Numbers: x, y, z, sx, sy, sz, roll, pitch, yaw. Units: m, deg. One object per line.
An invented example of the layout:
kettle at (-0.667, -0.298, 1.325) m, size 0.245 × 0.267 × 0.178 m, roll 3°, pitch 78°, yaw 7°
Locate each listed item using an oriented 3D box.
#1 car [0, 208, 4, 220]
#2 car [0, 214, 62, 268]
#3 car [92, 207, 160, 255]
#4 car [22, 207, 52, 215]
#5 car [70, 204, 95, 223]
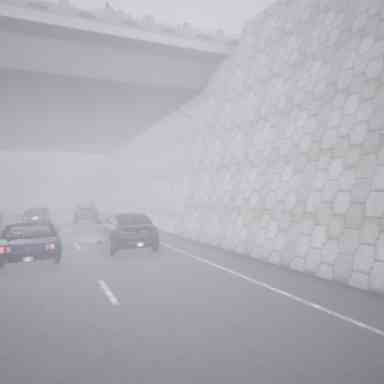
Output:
car at (-15.294, 1.642, 24.603) m, size 2.097 × 1.767 × 4.553 m, roll -1°, pitch 0°, yaw -24°
car at (-5.735, 1.716, 11.877) m, size 1.895 × 1.301 × 4.718 m, roll -1°, pitch 0°, yaw -24°
car at (-2.798, 1.587, 13.893) m, size 1.837 × 1.490 × 4.892 m, roll -1°, pitch 0°, yaw -24°
car at (-11.278, 1.781, 24.162) m, size 2.033 × 1.411 × 5.357 m, roll -1°, pitch 0°, yaw -24°
car at (-8.946, 1.703, 27.556) m, size 2.128 × 1.511 × 4.902 m, roll -1°, pitch 0°, yaw -24°
